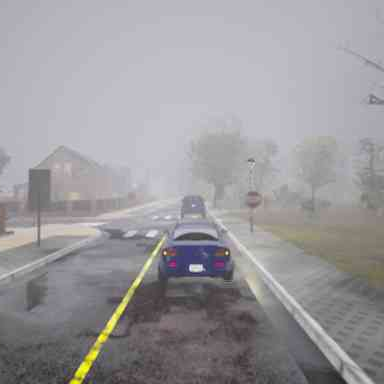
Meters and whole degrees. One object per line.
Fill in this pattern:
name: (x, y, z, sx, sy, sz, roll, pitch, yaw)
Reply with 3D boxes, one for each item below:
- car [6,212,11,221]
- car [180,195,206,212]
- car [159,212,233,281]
car: (-15.129, 1.630, 22.838, 4.718, 1.301, 1.895, 0, -2, 2)
car: (0.105, 1.275, 30.897, 2.150, 2.045, 5.566, 0, 0, 0)
car: (0.096, 1.536, 9.729, 1.812, 1.442, 4.674, 0, 0, 0)
